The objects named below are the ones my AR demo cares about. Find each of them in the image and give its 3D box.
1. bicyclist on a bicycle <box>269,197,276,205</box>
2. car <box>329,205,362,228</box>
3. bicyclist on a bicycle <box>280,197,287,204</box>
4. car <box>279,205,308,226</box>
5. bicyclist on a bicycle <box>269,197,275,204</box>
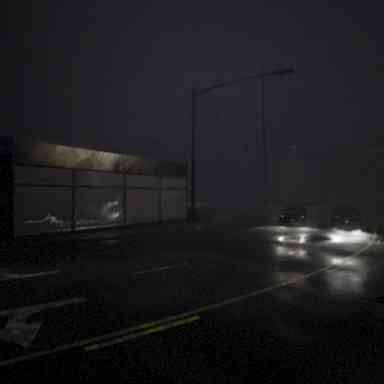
[{"bbox_3d":[17.786,1.983,73.400,1.656,1.620,0.582,-8,6,-14],"label":"bicyclist on a bicycle"},{"bbox_3d":[11.215,1.727,24.410,2.128,1.511,4.902,0,0,21],"label":"car"},{"bbox_3d":[21.671,1.965,78.968,1.656,1.620,0.582,1,-2,22],"label":"bicyclist on a bicycle"},{"bbox_3d":[7.897,1.745,25.548,1.812,1.442,4.674,0,-1,22],"label":"car"},{"bbox_3d":[17.983,1.902,74.371,0.582,1.620,1.656,2,1,41],"label":"bicyclist on a bicycle"}]
